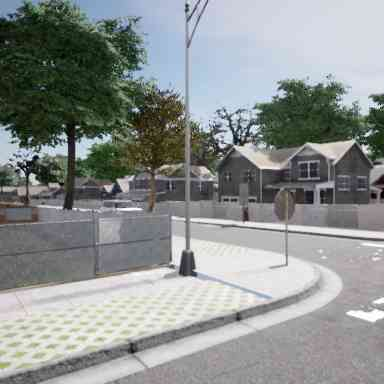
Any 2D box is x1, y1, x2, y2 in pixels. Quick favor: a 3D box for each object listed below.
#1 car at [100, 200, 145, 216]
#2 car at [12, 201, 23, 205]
[{"bbox_3d":[-5.902,1.674,27.877,2.150,2.045,5.566,0,-1,-36],"label":"car"},{"bbox_3d":[-37.666,2.748,71.680,2.128,1.511,4.902,0,-1,-36],"label":"car"}]
